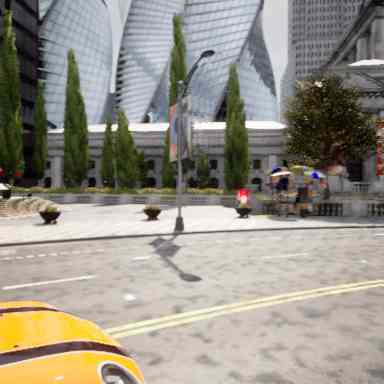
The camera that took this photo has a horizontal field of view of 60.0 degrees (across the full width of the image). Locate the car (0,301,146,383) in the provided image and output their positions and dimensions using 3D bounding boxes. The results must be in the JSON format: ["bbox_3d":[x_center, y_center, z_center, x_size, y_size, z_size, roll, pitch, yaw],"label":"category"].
[{"bbox_3d":[-2.444,1.315,1.790,4.553,1.767,2.097,0,1,-37],"label":"car"}]
